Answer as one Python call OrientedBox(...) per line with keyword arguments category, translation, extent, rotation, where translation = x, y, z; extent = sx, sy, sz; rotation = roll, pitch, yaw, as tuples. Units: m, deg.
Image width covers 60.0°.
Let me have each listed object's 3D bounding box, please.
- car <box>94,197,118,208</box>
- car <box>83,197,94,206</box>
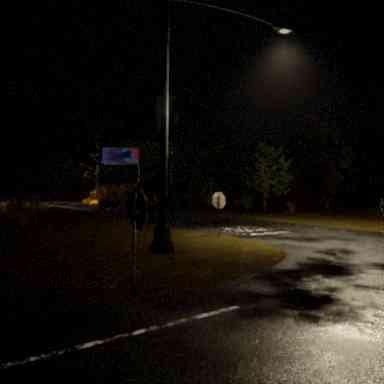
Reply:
OrientedBox(category="car", translation=(-13.348, 1.633, 52.504), extent=(1.882, 1.535, 5.008), rotation=(1, -1, -33))
OrientedBox(category="car", translation=(-18.139, 1.620, 59.609), extent=(1.882, 1.535, 5.008), rotation=(1, -1, -34))
